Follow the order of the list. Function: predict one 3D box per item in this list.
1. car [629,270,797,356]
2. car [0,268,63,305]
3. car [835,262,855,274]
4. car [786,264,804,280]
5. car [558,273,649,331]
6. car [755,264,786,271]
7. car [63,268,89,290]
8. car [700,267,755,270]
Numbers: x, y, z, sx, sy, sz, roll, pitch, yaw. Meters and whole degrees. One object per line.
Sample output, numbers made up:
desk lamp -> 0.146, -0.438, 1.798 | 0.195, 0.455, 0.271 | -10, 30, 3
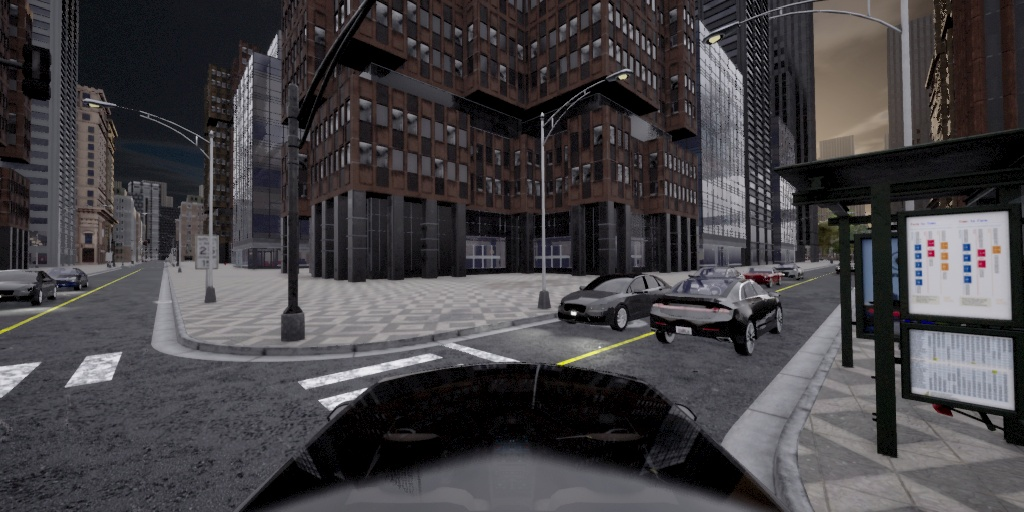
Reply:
car -> 5.121, 1.251, 8.753 | 4.902, 1.511, 2.128 | 0, -1, -44
car -> -22.362, 1.399, 16.171 | 1.837, 1.490, 4.892 | 0, -1, -44
car -> 37.459, 1.350, 39.944 | 4.718, 1.301, 1.895 | 0, -1, -44
car -> 24.170, 1.373, 31.462 | 4.181, 1.385, 1.994 | 0, -1, -44
car -> 3.477, 1.320, 11.436 | 4.892, 1.490, 1.837 | 0, -1, -42
car -> 16.932, 1.413, 24.498 | 4.718, 1.301, 1.895 | 0, -1, -44
car -> -29.624, 1.495, 23.690 | 2.033, 1.411, 5.357 | 0, -1, -44
car -> 10.222, 1.305, 18.010 | 4.902, 1.511, 2.128 | 0, -1, -44
